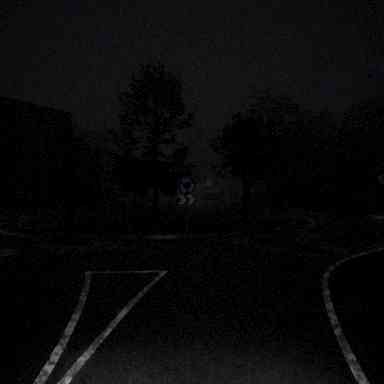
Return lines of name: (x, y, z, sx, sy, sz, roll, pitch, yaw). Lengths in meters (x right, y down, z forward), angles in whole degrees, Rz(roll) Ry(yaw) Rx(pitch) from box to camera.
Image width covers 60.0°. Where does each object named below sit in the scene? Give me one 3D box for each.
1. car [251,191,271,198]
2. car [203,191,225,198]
car: (19.024, 0.944, 89.871, 4.553, 1.767, 2.185, 0, 1, 0)
car: (6.509, 0.823, 92.717, 5.566, 2.045, 2.435, 0, 0, 0)
